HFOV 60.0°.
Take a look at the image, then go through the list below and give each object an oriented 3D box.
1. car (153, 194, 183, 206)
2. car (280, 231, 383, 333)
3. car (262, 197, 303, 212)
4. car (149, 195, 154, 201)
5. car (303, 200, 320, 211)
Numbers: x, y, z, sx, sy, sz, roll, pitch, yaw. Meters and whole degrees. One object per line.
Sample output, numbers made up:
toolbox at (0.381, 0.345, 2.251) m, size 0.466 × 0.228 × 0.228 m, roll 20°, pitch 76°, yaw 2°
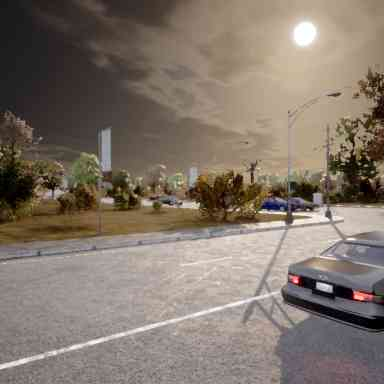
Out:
car at (-3.359, 1.339, 51.060) m, size 2.128 × 1.511 × 4.902 m, roll -1°, pitch 0°, yaw -39°
car at (4.103, 1.528, 6.695) m, size 5.357 × 1.411 × 2.033 m, roll 0°, pitch 0°, yaw -36°
car at (8.935, 1.318, 35.832) m, size 1.882 × 1.535 × 5.008 m, roll -1°, pitch 0°, yaw -40°
car at (-7.740, 1.260, 73.374) m, size 1.882 × 1.535 × 5.008 m, roll -1°, pitch 0°, yaw -38°
car at (11.717, 1.363, 37.964) m, size 2.033 × 1.411 × 5.357 m, roll -1°, pitch 0°, yaw -39°
